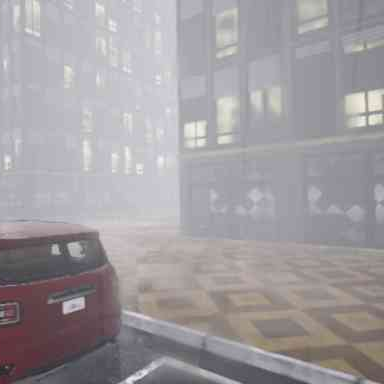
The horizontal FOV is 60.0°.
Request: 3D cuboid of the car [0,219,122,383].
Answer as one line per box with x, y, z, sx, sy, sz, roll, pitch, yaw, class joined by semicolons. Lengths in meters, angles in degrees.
-3.247;1.345;5.059;5.009;1.841;2.192;0;-1;36;car
